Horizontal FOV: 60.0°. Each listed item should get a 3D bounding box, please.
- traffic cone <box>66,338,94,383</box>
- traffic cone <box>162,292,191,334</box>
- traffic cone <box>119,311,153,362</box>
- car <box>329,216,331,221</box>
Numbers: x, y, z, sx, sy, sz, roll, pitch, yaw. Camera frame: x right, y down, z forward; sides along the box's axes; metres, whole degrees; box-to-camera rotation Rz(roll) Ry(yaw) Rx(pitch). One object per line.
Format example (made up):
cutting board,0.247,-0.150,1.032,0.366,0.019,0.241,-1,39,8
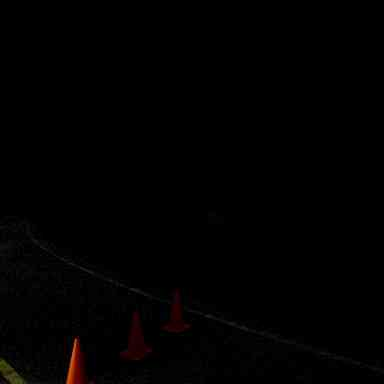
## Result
traffic cone,-1.290,1.945,3.746,0.340,0.580,0.340,1,1,31
traffic cone,-0.250,1.931,5.447,0.340,0.580,0.340,1,1,31
traffic cone,-0.770,1.938,4.597,0.340,0.580,0.340,1,1,32
car,35.637,6.632,82.729,1.851,1.617,3.988,-4,-3,4
